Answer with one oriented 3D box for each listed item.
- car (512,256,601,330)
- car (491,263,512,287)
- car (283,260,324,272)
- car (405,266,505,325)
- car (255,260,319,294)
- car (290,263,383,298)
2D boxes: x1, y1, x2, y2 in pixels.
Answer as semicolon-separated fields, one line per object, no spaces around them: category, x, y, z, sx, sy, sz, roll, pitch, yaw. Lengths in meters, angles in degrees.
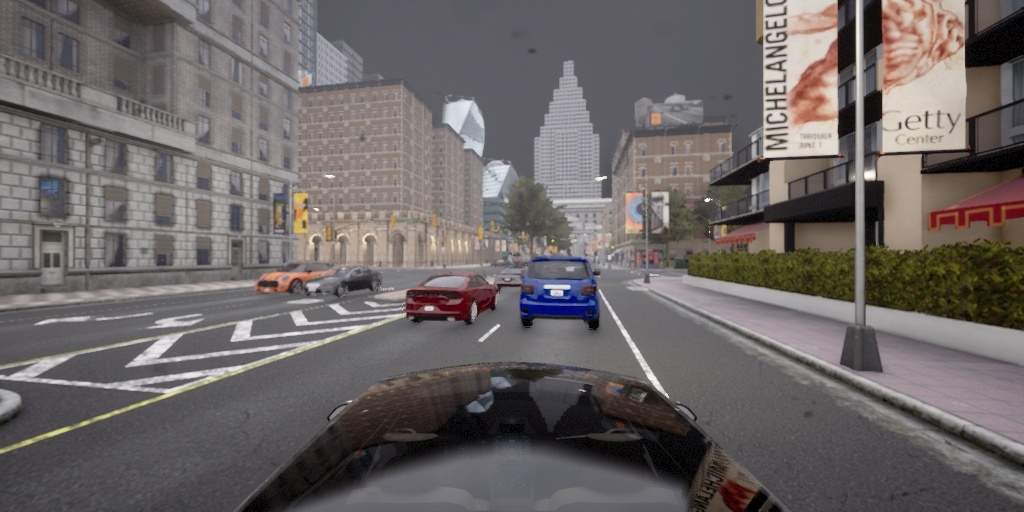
car;1.649;1.015;11.597;2.150;2.045;5.566;0;0;11
car;0.208;1.380;22.682;2.033;1.411;5.357;0;0;10
car;-29.029;1.380;49.987;5.008;1.535;1.882;0;0;10
car;-1.774;1.266;12.134;1.882;1.535;5.008;0;0;11
car;-12.062;1.159;20.470;2.097;1.767;4.553;0;0;11
car;-8.780;1.298;18.997;2.128;1.511;4.902;0;0;11
